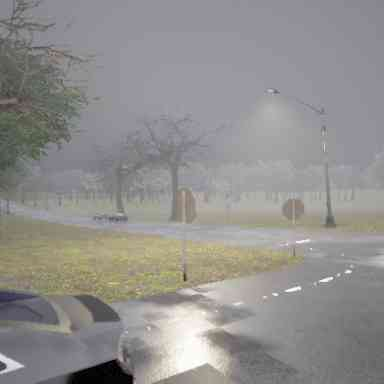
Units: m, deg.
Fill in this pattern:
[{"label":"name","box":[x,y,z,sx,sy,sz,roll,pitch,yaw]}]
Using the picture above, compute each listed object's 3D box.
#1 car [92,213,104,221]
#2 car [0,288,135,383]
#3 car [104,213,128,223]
[{"label":"car","box":[-16.852,4.528,60.794,1.837,1.490,4.892,-1,-2,-34]},{"label":"car","box":[-2.736,1.486,1.935,4.902,1.511,2.128,0,0,-35]},{"label":"car","box":[-12.115,4.154,53.883,1.882,1.535,5.008,-1,-2,-34]}]
